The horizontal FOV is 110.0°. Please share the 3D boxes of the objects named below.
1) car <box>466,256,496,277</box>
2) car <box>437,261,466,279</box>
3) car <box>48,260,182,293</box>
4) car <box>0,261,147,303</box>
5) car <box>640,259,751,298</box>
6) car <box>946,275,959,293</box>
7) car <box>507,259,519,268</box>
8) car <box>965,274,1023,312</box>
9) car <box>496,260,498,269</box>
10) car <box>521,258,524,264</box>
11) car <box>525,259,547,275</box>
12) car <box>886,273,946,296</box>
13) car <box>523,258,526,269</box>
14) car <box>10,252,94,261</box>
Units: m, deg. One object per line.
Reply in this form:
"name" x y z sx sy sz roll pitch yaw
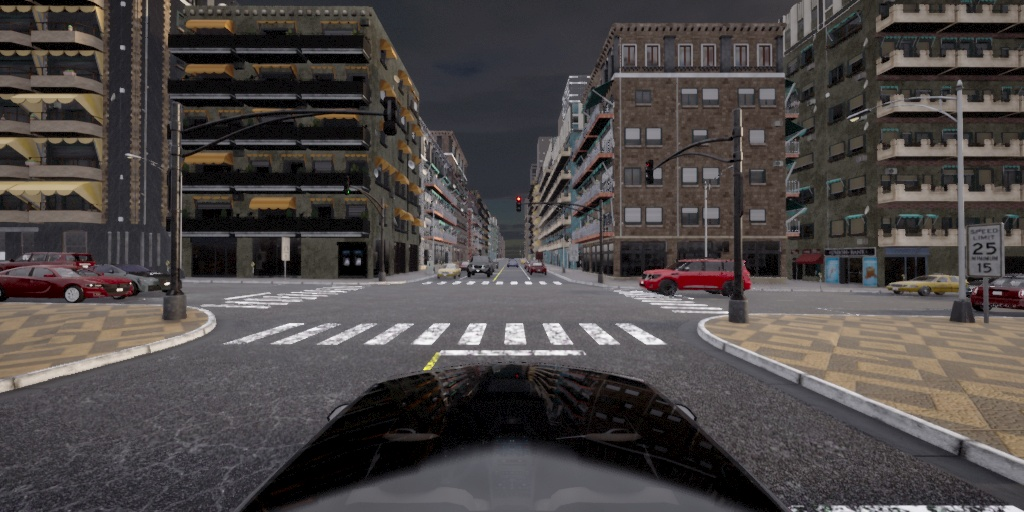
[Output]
"car" -3.067 0.979 35.221 2.150 2.045 5.566 0 0 0
"car" -5.659 1.282 32.645 1.751 1.417 4.829 0 0 0
"car" -17.663 1.049 16.275 4.181 1.385 1.994 1 -1 -1
"car" -17.251 1.011 13.684 4.507 1.381 1.888 0 0 0
"car" 10.074 1.169 19.899 5.566 2.045 2.150 1 -1 4
"car" 27.793 1.718 19.779 4.902 1.511 2.128 1 -1 -1
"car" 0.154 1.331 63.343 1.994 1.385 4.181 0 0 1
"car" 20.847 1.500 13.968 4.097 1.591 1.967 0 0 0
"car" -3.056 1.265 45.260 1.837 1.490 4.892 0 0 0
"car" 2.743 1.346 54.886 1.802 1.307 4.207 0 0 0
"car" 2.727 1.304 38.316 1.888 1.381 4.507 0 0 0
"car" 26.266 1.755 22.318 4.829 1.417 1.751 0 0 0
"car" 2.733 1.200 43.840 1.967 1.591 4.097 0 0 0
"car" -28.626 0.686 21.989 5.009 1.841 2.192 0 0 0
